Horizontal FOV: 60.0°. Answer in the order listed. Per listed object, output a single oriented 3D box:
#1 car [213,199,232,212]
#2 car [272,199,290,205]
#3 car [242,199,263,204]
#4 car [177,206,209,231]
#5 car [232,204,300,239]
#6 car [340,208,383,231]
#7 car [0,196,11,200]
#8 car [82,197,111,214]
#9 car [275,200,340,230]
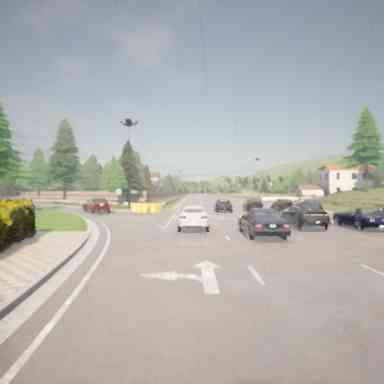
[{"bbox_3d":[3.598,1.549,38.822,2.128,1.511,4.902,0,0,0],"label":"car"},{"bbox_3d":[10.597,1.562,38.930,1.837,1.490,4.892,0,0,0],"label":"car"},{"bbox_3d":[7.097,1.562,38.888,1.837,1.490,4.892,0,0,0],"label":"car"},{"bbox_3d":[0.085,1.556,20.534,1.812,1.442,4.674,0,0,0],"label":"car"},{"bbox_3d":[3.598,1.573,17.290,2.033,1.411,5.357,0,0,0],"label":"car"},{"bbox_3d":[10.599,1.631,20.745,1.895,1.301,4.718,0,0,0],"label":"car"},{"bbox_3d":[-38.718,1.623,68.132,4.902,1.511,2.128,0,0,40],"label":"car"},{"bbox_3d":[-10.566,1.407,36.545,2.097,1.767,4.553,0,0,-32],"label":"car"},{"bbox_3d":[7.100,1.523,21.156,2.128,1.511,4.902,0,0,0],"label":"car"}]
